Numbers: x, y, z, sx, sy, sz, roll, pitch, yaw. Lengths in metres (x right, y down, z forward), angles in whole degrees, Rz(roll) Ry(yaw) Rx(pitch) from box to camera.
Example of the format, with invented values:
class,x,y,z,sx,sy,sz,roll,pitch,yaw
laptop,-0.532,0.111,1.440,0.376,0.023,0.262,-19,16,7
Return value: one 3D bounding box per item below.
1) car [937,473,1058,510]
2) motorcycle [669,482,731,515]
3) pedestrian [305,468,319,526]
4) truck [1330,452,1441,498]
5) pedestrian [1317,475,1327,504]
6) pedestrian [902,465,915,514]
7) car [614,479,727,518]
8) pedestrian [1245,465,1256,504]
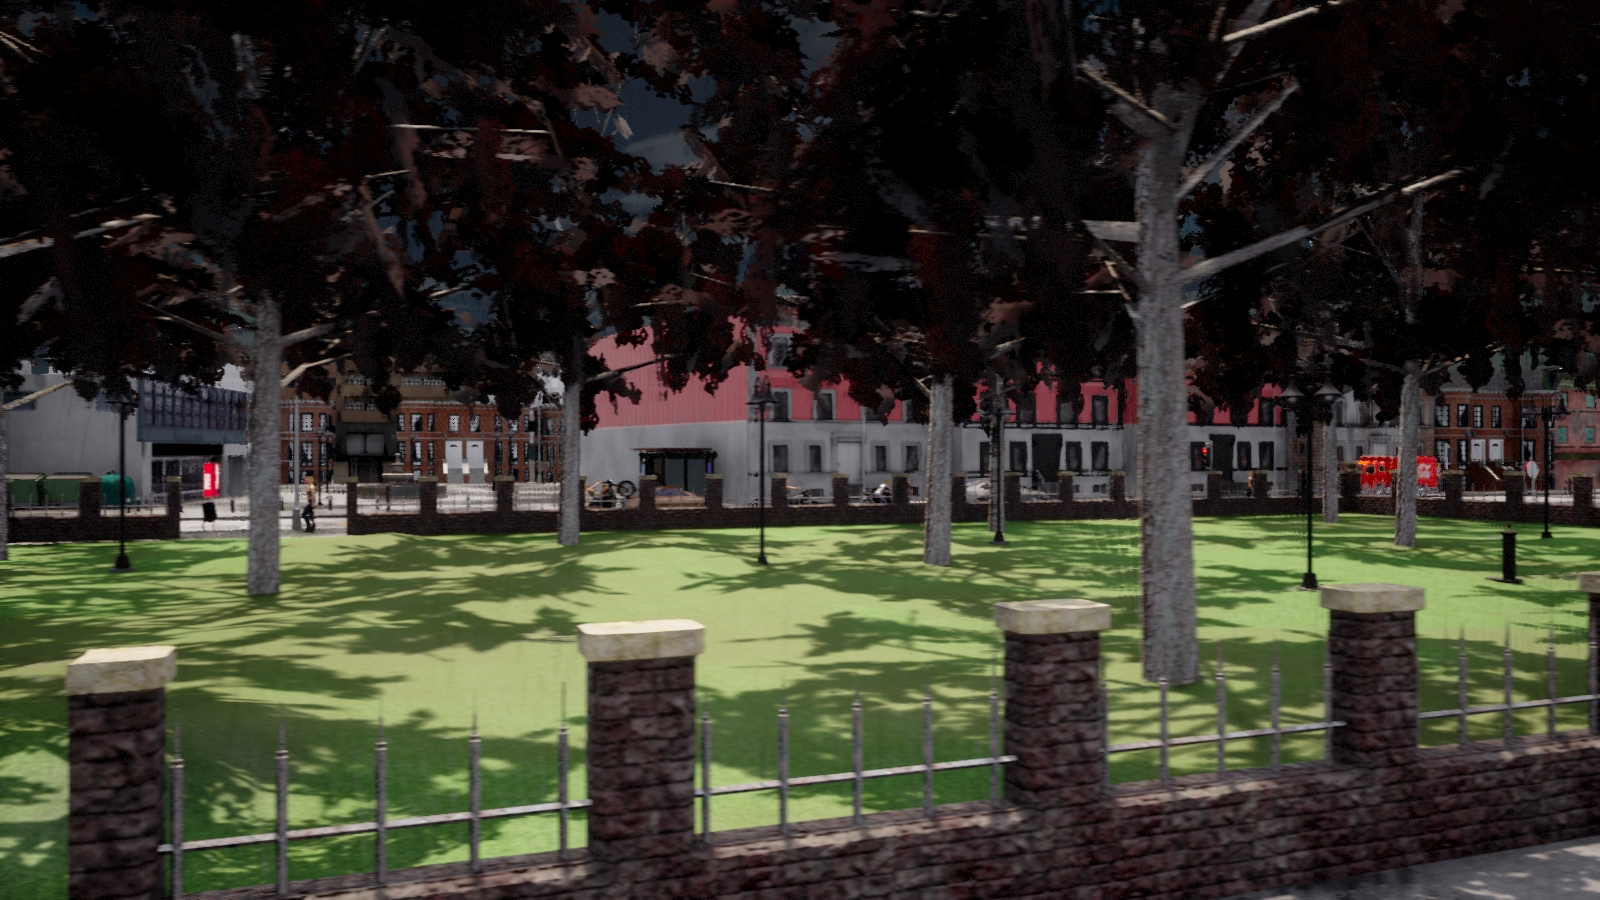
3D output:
class,x,y,z,sx,sy,sz,roll,pitch,yaw
car,8.801,1.827,50.904,4.902,1.511,2.128,0,0,-20
motorcycle,-4.057,1.950,46.276,2.356,1.277,0.764,0,0,-20
pedestrian,-15.801,1.524,37.023,0.375,1.860,0.375,0,0,-17
truck,32.689,1.349,63.812,5.204,2.467,2.627,0,0,-20
pedestrian,23.942,1.803,52.381,0.375,1.300,0.375,0,0,35
pedestrian,4.184,1.525,44.134,0.375,1.860,0.375,0,0,-20
car,-5.212,1.911,45.856,4.181,1.385,1.994,-1,0,-19
pedestrian,21.368,1.627,54.224,0.375,1.860,0.375,0,0,43
